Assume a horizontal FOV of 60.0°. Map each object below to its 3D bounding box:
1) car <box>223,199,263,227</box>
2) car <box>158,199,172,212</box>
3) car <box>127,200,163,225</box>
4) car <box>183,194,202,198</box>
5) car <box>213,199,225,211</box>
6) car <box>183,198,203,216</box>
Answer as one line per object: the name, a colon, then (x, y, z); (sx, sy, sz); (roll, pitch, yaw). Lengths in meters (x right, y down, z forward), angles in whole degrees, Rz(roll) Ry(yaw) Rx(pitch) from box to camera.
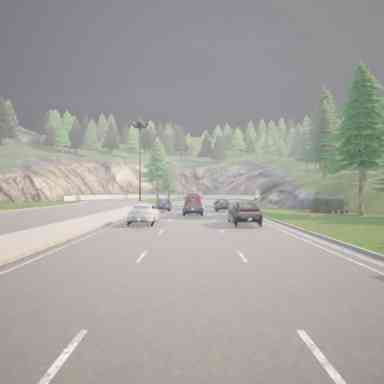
car: (3.601, 1.491, 23.010); (2.128, 1.511, 4.902); (0, 0, 0)
car: (-3.400, 1.547, 39.615); (2.033, 1.411, 5.357); (0, 0, 0)
car: (-3.400, 1.526, 23.610); (1.812, 1.442, 4.674); (0, 0, 0)
car: (0.093, 1.222, 42.945); (2.150, 2.045, 5.566); (0, 0, 0)
car: (3.601, 1.547, 39.696); (2.033, 1.411, 5.357); (0, 0, 0)
car: (0.094, 1.564, 33.072); (1.994, 1.385, 4.181); (0, 0, 0)
